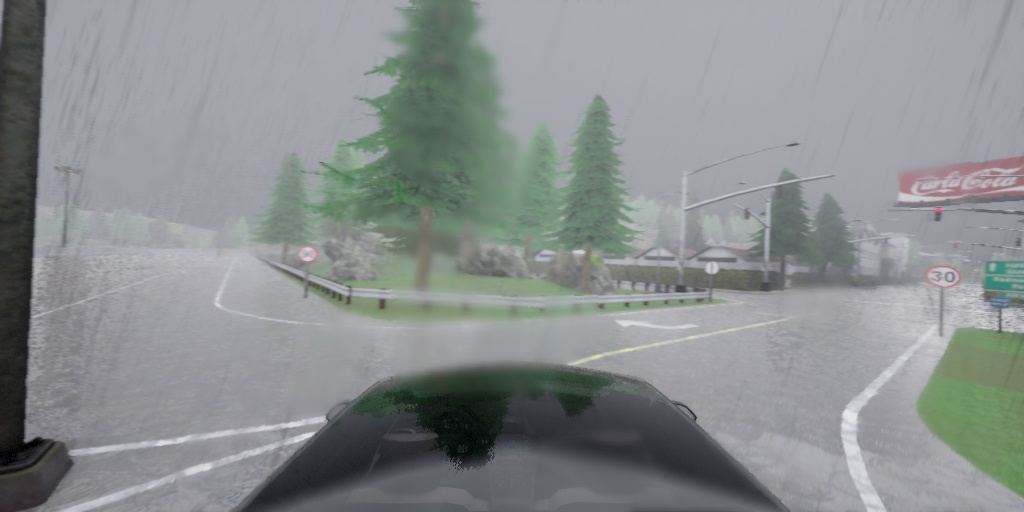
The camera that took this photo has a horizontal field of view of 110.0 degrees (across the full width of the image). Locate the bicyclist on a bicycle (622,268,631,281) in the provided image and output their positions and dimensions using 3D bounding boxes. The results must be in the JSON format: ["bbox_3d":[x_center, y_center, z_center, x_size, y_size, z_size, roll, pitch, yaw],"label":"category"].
[{"bbox_3d":[13.112,2.150,40.929,1.656,1.620,0.582,3,-1,-37],"label":"bicyclist on a bicycle"}]
